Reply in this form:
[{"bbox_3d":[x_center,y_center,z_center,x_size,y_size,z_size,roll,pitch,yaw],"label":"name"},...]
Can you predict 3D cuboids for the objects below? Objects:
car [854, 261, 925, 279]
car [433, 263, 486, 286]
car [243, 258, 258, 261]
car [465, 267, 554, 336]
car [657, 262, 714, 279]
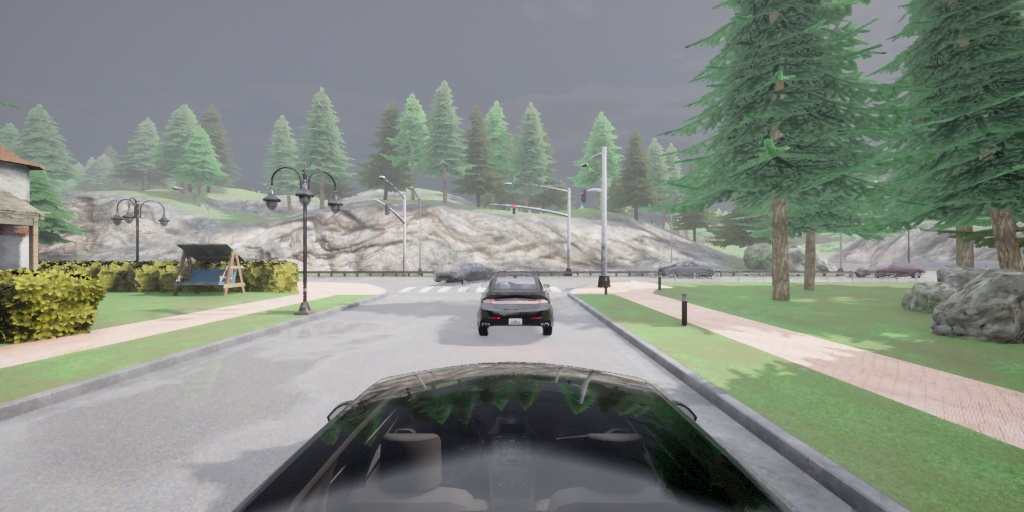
[{"bbox_3d":[30.929,1.151,29.379,4.674,1.442,1.812,0,0,0],"label":"car"},{"bbox_3d":[-3.120,1.199,24.956,2.033,1.411,5.357,0,0,27],"label":"car"},{"bbox_3d":[-19.143,0.940,25.895,4.553,1.767,2.097,0,0,0],"label":"car"},{"bbox_3d":[0.098,1.242,10.383,2.128,1.511,4.902,0,0,1],"label":"car"},{"bbox_3d":[14.237,1.150,29.509,4.181,1.385,1.994,0,0,0],"label":"car"}]
